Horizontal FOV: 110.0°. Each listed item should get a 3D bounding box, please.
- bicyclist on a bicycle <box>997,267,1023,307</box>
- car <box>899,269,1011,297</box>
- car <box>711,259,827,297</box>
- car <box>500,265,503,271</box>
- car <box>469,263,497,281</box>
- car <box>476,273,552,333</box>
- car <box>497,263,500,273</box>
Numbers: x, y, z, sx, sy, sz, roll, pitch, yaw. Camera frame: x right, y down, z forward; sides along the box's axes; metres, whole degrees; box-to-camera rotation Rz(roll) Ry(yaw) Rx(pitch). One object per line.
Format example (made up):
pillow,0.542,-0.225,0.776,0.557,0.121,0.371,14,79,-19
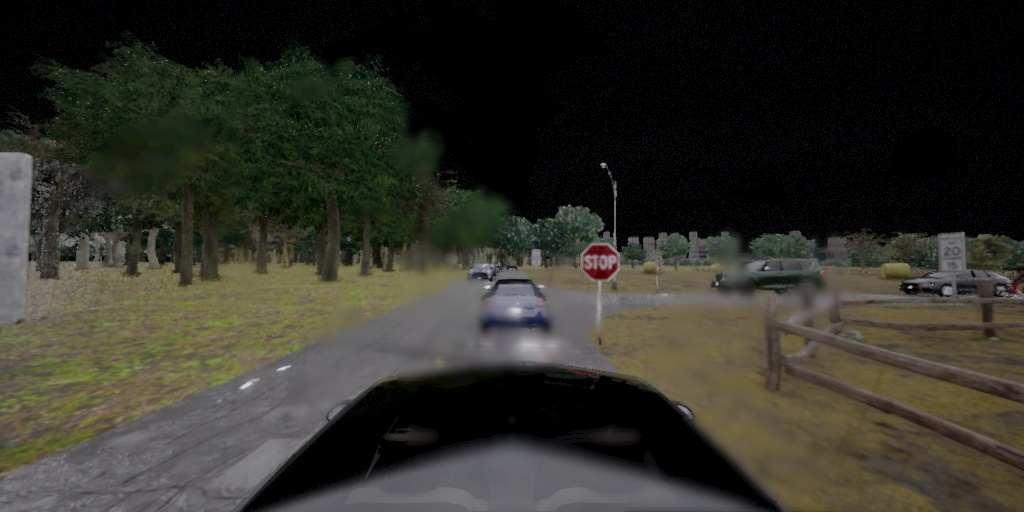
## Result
bicyclist on a bicycle,19.915,1.245,13.891,0.582,1.620,1.656,0,-1,0
car,24.445,1.483,19.882,4.892,1.490,1.837,0,-2,-1
car,14.106,1.183,19.841,5.566,2.045,2.150,0,-2,-1
car,-2.822,1.886,53.329,1.994,1.385,4.181,0,-1,0
car,-2.806,1.400,33.363,2.097,1.767,4.553,0,-1,-1
car,0.102,1.389,11.068,1.994,1.385,4.181,0,0,0
car,-2.829,1.656,43.354,1.882,1.535,5.008,0,-1,0
